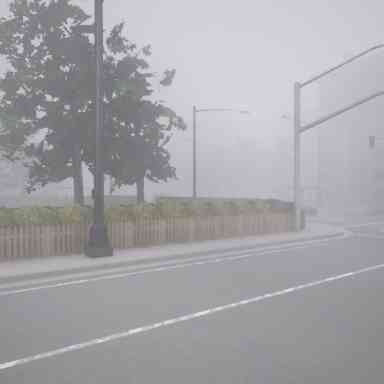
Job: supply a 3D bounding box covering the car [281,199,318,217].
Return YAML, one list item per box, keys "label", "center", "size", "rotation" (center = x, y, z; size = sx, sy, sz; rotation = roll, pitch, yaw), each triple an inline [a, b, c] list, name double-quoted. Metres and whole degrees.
- label: "car"
  center: [9.404, 1.477, 31.317]
  size: [1.882, 1.535, 5.008]
  rotation: [0, 0, -35]

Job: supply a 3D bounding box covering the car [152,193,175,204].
- label: "car"
  center: [-4.121, 1.222, 50.922]
  size: [2.150, 2.045, 5.566]
  rotation: [0, 0, -34]
